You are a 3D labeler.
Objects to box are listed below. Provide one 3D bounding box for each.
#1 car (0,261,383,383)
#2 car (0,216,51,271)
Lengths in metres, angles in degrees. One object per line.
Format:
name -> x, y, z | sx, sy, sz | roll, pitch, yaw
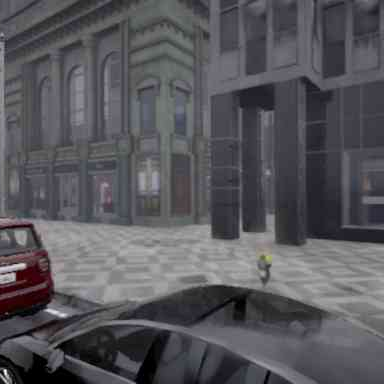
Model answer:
car -> -0.081, 1.581, 3.018 | 4.313, 1.339, 1.947 | -1, 0, 35
car -> -4.673, 1.377, 6.291 | 5.009, 1.841, 2.192 | -1, 0, 35
